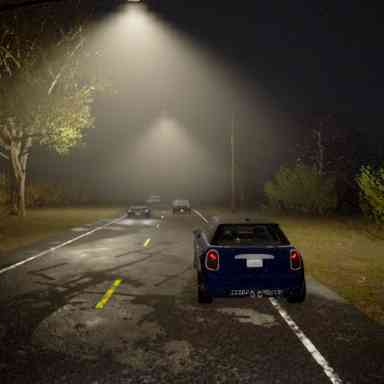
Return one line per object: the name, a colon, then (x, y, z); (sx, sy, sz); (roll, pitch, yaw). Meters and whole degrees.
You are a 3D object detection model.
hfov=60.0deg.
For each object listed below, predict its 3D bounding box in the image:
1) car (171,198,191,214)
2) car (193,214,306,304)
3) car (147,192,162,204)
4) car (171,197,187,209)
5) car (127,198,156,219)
car: (-1.109, 1.547, 35.070); (1.895, 1.301, 4.718); (0, 0, -3)
car: (1.129, 1.346, 8.337); (2.097, 1.767, 4.553); (0, 0, -1)
car: (-6.578, 1.102, 58.471); (2.150, 2.045, 5.566); (0, 0, -6)
car: (-1.843, 1.484, 45.335); (1.994, 1.385, 4.181); (0, 0, -5)
car: (-4.448, 1.488, 28.920); (1.812, 1.442, 4.674); (0, 0, -3)
